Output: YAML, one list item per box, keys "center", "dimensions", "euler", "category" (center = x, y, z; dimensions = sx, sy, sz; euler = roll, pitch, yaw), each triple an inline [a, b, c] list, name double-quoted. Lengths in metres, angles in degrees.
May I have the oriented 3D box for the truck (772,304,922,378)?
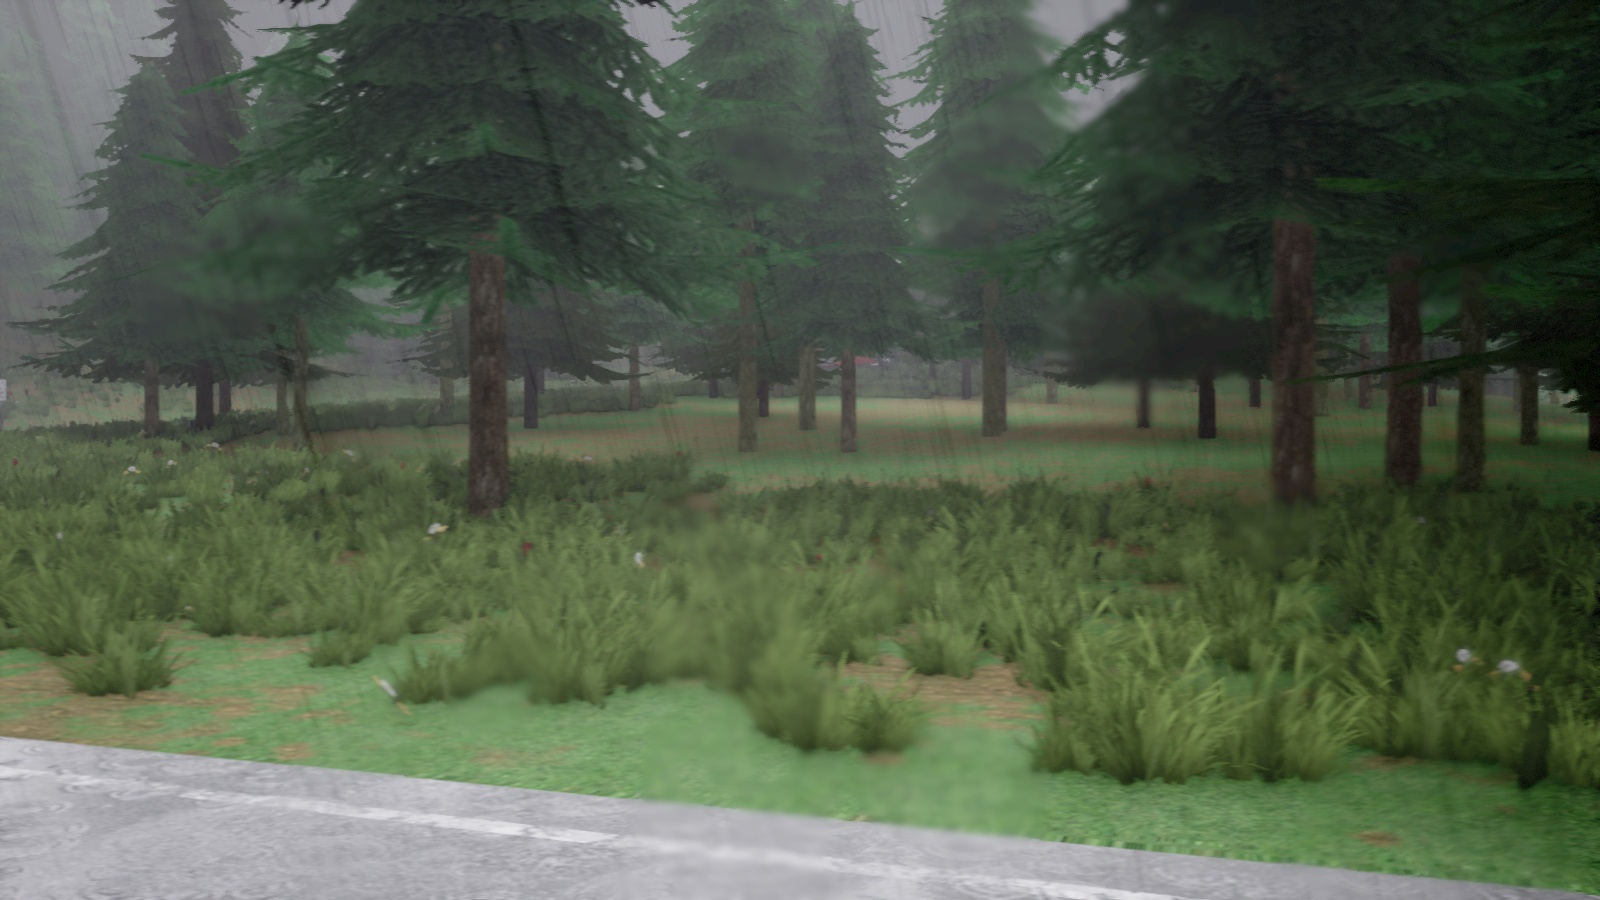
- center: [2.891, -6.692, 77.378]
  dimensions: [8.468, 3.827, 2.891]
  euler: [-5, 2, -15]
  category: "truck"
